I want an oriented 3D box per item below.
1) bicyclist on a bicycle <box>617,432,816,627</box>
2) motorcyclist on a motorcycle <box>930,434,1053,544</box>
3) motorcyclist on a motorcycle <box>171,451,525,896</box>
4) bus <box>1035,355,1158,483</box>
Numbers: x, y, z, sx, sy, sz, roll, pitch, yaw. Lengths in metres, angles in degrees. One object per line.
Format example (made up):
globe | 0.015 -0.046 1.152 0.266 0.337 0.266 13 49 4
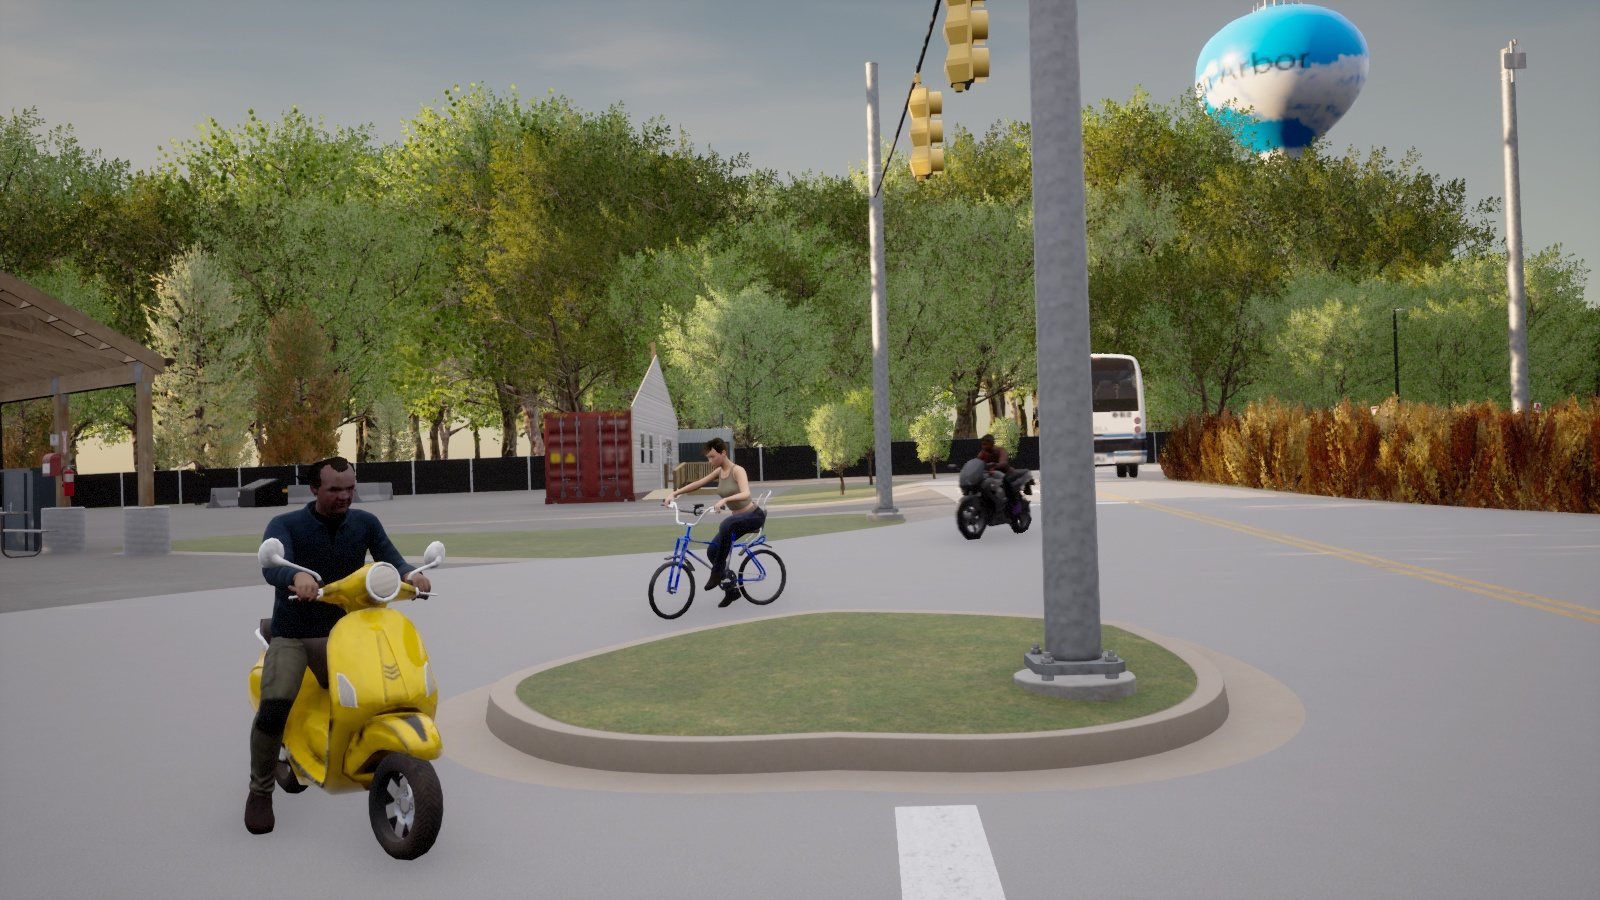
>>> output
bicyclist on a bicycle | -0.764 0.689 11.614 1.509 1.612 0.866 -4 1 -33
motorcyclist on a motorcycle | 2.836 0.543 18.425 0.797 1.523 2.044 -3 -1 40
motorcyclist on a motorcycle | -2.031 0.808 5.478 0.866 1.590 1.817 0 0 -40
bus | 11.022 -1.046 47.587 3.944 4.253 10.273 -1 0 11
